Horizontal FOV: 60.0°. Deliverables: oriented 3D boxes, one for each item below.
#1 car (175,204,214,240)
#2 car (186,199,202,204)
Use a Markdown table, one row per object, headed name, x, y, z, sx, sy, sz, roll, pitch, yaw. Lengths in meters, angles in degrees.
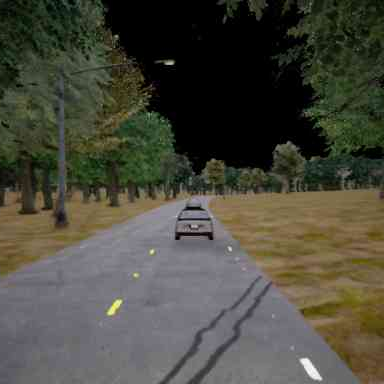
| name | x | y | z | sx | sy | sz | roll | pitch | yaw |
| --- | --- | --- | --- | --- | --- | --- | --- | --- | --- |
| car | 0.102 | 1.538 | 16.980 | 2.033 | 1.411 | 5.357 | 0 | 0 | 0 |
| car | 0.279 | 1.500 | 41.530 | 1.994 | 1.385 | 4.181 | 0 | 0 | 1 |
